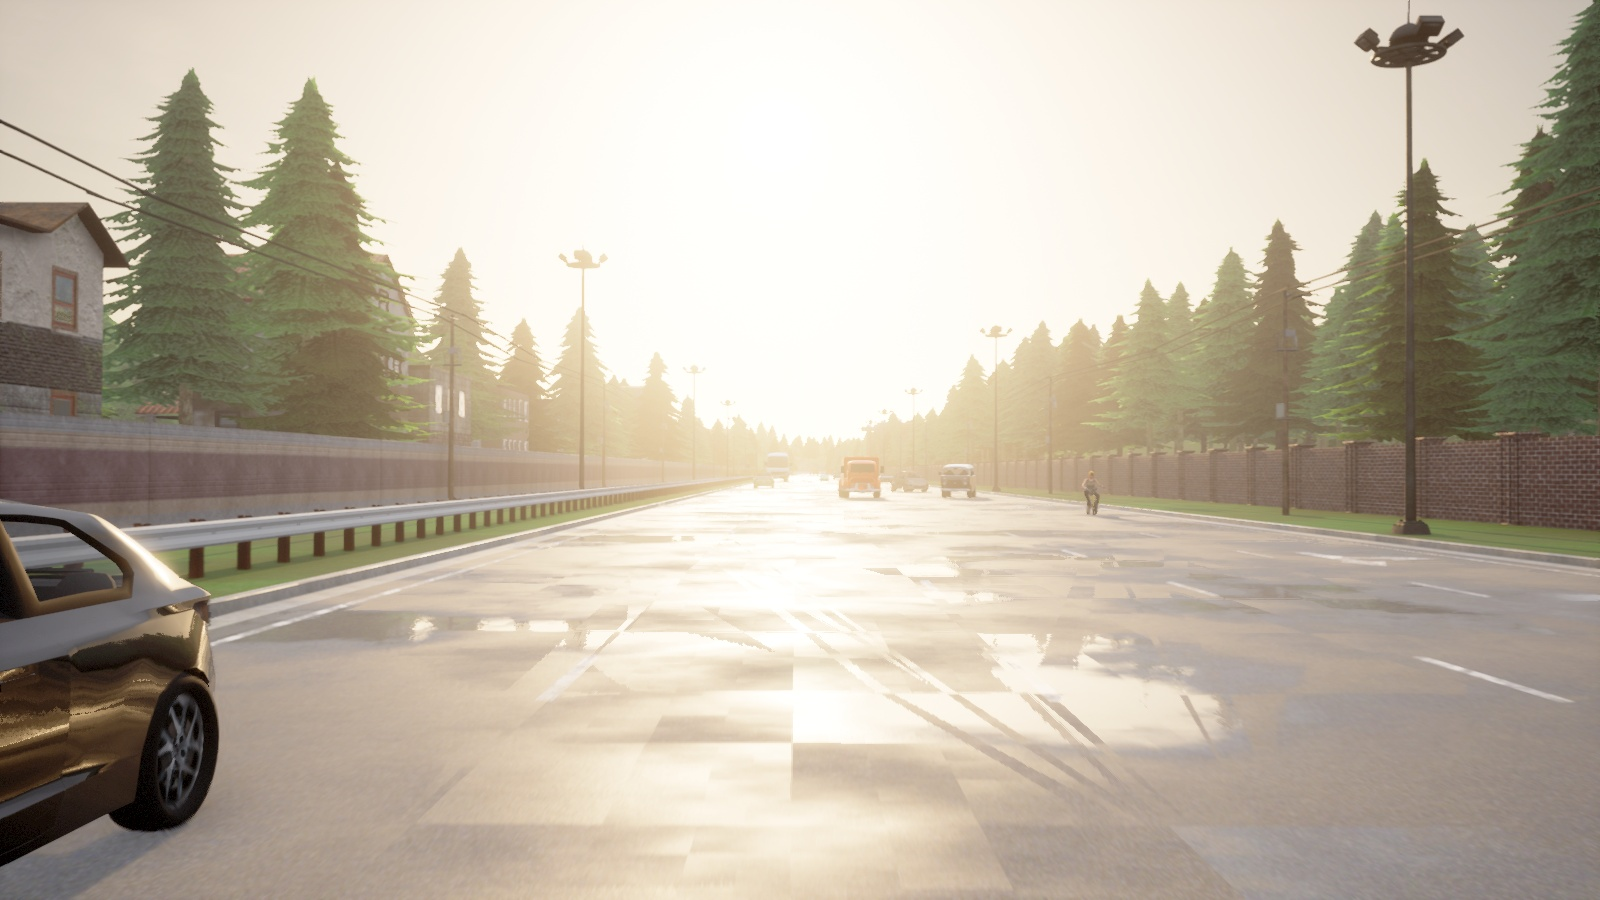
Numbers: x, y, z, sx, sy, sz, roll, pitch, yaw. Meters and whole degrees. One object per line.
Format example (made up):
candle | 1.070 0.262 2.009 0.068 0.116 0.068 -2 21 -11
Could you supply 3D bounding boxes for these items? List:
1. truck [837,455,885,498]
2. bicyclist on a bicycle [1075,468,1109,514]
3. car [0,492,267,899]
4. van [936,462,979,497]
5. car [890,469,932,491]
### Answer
truck | 3.610 1.579 74.989 2.627 2.467 5.204 0 -1 0
bicyclist on a bicycle | 10.572 1.476 45.484 0.866 1.612 1.509 0 -1 0
car | -3.505 0.911 4.053 1.816 1.474 4.193 0 -1 -1
van | 9.539 1.775 75.598 2.069 2.038 4.480 0 -1 14
car | 8.525 2.316 97.054 1.851 1.617 3.988 0 -1 -18
